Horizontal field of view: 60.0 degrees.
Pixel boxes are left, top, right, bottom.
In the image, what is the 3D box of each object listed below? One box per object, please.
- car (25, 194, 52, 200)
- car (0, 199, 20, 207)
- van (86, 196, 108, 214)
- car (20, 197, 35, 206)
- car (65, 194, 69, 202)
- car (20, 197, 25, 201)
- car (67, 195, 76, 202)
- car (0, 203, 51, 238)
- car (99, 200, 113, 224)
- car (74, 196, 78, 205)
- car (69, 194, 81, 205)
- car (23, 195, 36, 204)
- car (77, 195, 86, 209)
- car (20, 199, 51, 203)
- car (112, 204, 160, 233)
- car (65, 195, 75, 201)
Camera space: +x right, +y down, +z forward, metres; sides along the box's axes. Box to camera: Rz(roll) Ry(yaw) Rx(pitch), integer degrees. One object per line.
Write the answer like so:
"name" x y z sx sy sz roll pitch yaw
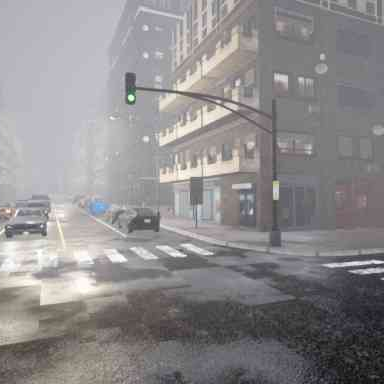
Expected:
"car" -16.962 1.246 37.195 2.150 2.045 5.566 0 0 -22
"car" -15.310 1.457 26.659 1.967 1.590 4.097 1 0 -23
"van" -9.812 1.364 35.137 1.690 1.788 3.998 1 0 -23
"car" -28.590 1.592 57.802 2.008 1.369 4.403 1 0 -23
"car" -27.521 1.609 76.660 2.008 1.369 4.403 1 0 -23
"car" -24.163 1.577 47.421 1.887 1.381 4.507 1 0 -23
"car" -29.800 1.588 82.008 1.752 1.417 4.829 1 0 -23
"car" -8.902 1.559 18.192 2.033 1.411 5.357 0 0 -23
"car" -5.390 1.567 24.755 2.008 1.369 4.403 1 0 -23
"car" -16.455 1.617 50.707 1.802 1.307 4.206 1 0 -23
"car" -20.877 1.359 61.089 2.192 1.841 5.009 1 0 -23
"car" -30.801 1.486 62.993 1.967 1.590 4.097 1 0 -23
"car" -14.308 1.557 45.673 1.752 1.417 4.829 1 0 -23
"car" -12.779 1.543 27.306 1.812 1.442 4.674 0 0 -23
"car" -3.177 1.579 19.564 1.947 1.339 4.313 1 0 -23
"car" -31.947 1.619 87.041 2.008 1.369 4.403 1 0 -23
